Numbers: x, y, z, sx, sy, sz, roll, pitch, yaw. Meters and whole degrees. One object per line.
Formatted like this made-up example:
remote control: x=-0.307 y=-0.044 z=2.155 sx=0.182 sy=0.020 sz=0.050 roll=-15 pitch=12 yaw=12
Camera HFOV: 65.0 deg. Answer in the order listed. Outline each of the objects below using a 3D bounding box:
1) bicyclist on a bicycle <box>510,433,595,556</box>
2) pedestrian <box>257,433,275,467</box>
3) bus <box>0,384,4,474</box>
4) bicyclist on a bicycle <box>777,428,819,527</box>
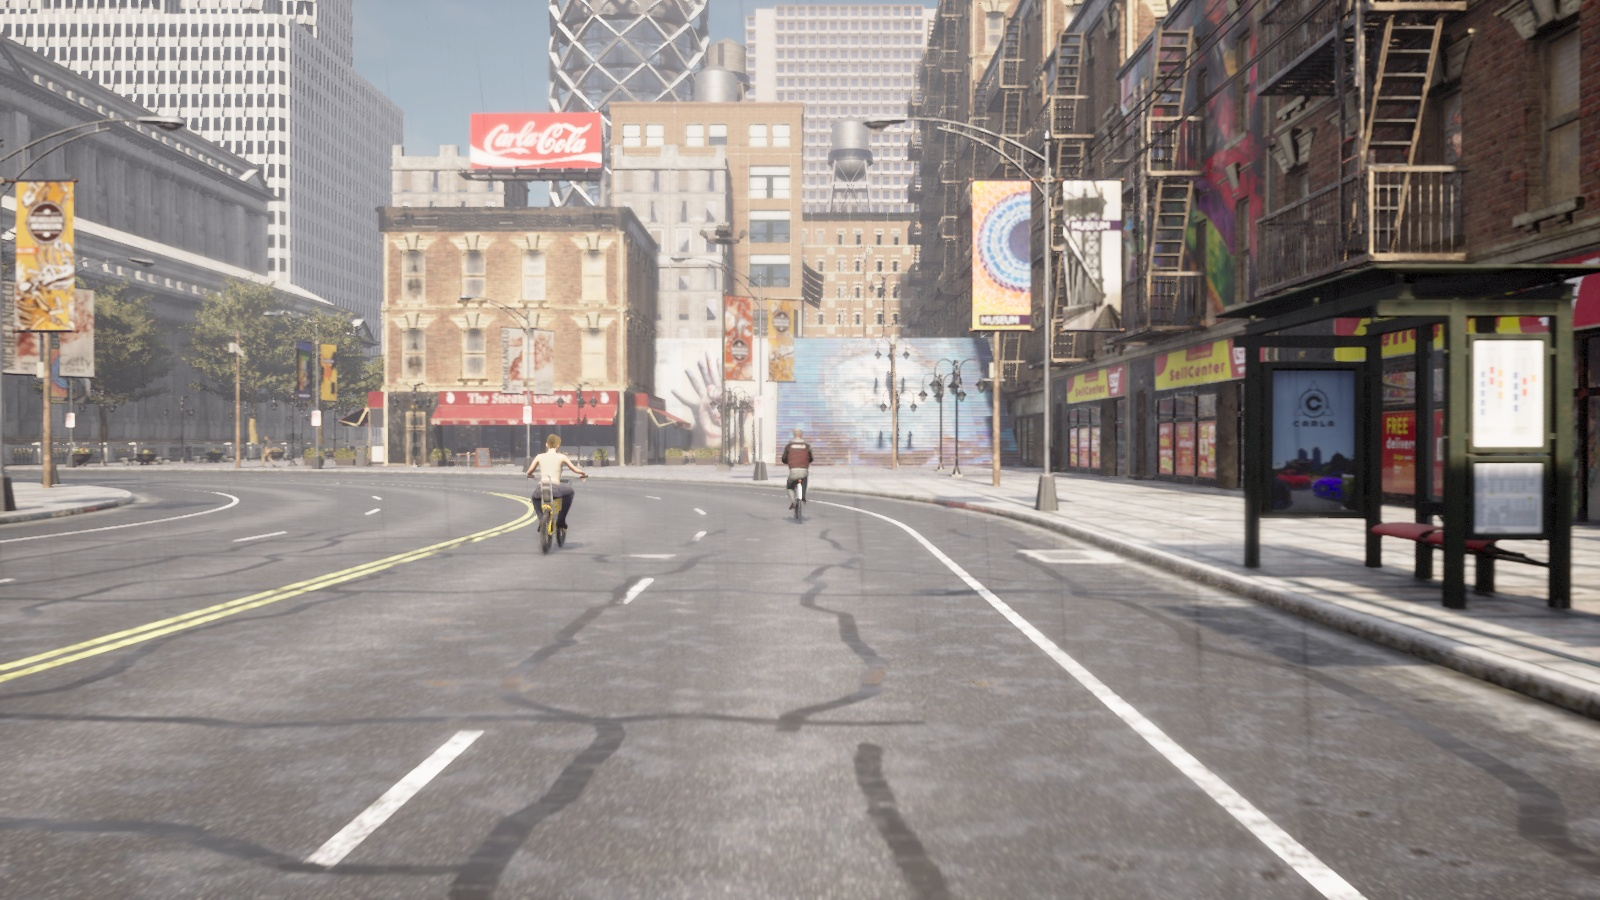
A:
bicyclist on a bicycle: x=-3.392 y=0.583 z=17.329 sx=0.866 sy=1.612 sz=1.509 roll=0 pitch=0 yaw=1
pedestrian: x=-29.083 y=-0.005 z=68.365 sx=0.694 sy=1.848 sz=0.540 roll=0 pitch=0 yaw=18
bus: x=-42.725 y=-0.988 z=57.514 sx=10.273 sy=4.253 sz=3.944 roll=0 pitch=0 yaw=5
bicyclist on a bicycle: x=-0.054 y=0.484 z=23.592 sx=0.659 sy=1.776 sz=1.843 roll=0 pitch=1 yaw=-4
